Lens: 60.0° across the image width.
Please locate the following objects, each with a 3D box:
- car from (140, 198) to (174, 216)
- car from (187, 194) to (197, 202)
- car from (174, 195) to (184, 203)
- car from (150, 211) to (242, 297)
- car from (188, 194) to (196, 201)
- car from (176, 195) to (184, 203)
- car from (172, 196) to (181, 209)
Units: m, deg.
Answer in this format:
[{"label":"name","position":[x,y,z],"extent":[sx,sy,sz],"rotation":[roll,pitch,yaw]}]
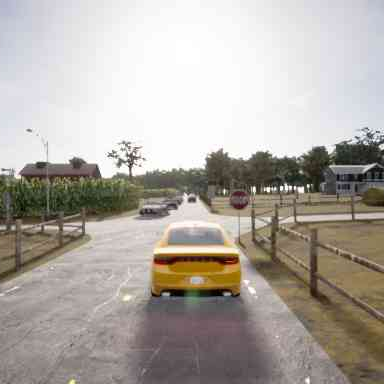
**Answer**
[{"label":"car","position":[-3.538,1.572,32.191],"extent":[1.994,1.385,4.181],"rotation":[0,1,11]},{"label":"car","position":[0.005,1.438,70.447],"extent":[1.837,1.490,4.892],"rotation":[0,0,0]},{"label":"car","position":[-2.746,1.425,69.430],"extent":[1.882,1.535,5.008],"rotation":[0,0,0]},{"label":"car","position":[0.063,1.481,8.637],"extent":[1.882,1.535,5.008],"rotation":[0,0,-1]},{"label":"car","position":[0.008,1.247,80.877],"extent":[1.882,1.535,5.008],"rotation":[0,0,0]},{"label":"car","position":[-2.803,1.560,56.630],"extent":[1.895,1.301,4.718],"rotation":[0,0,0]},{"label":"car","position":[-2.842,1.574,44.229],"extent":[1.895,1.301,4.718],"rotation":[0,0,0]}]
